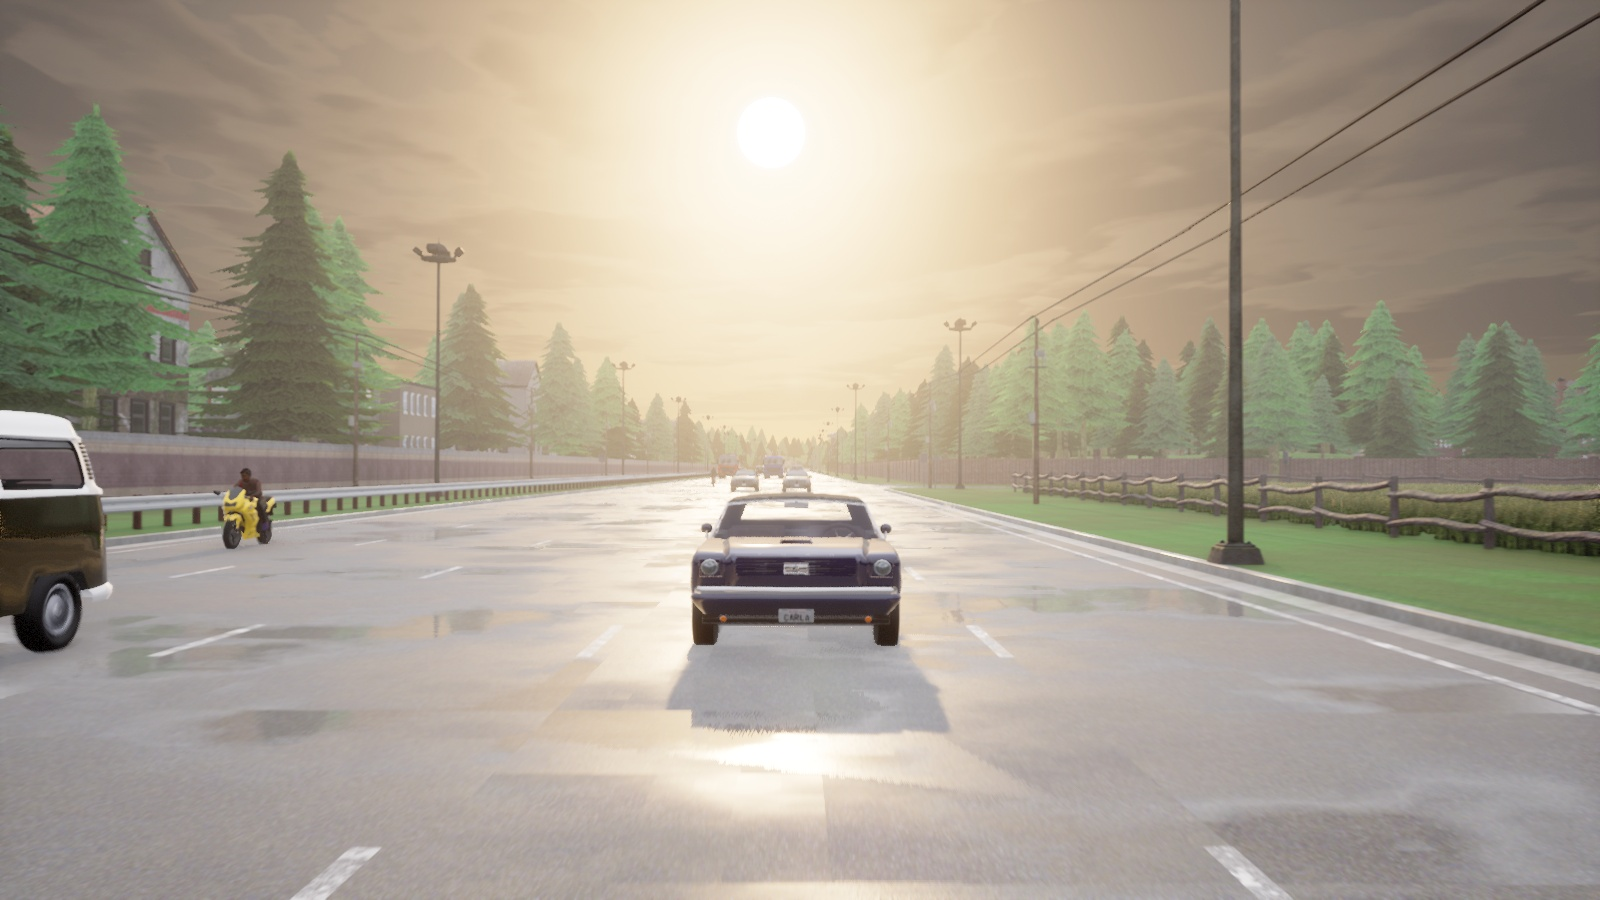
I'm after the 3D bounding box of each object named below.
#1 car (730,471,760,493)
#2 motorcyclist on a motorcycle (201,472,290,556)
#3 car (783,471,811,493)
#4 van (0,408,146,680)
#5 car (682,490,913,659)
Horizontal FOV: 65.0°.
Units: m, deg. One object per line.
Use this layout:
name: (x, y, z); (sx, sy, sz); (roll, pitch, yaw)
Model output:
car: (-3.702, 2.129, 85.193); (1.812, 1.442, 4.674); (0, -1, 0)
motorcyclist on a motorcycle: (-10.557, 1.196, 24.005); (0.797, 1.523, 2.044); (0, -1, 0)
car: (-0.195, 2.073, 82.397); (1.812, 1.442, 4.674); (0, -1, 0)
van: (-7.023, 0.704, 9.250); (2.069, 2.038, 4.480); (0, -1, 0)
car: (-0.030, 1.103, 12.700); (1.895, 1.301, 4.718); (0, -1, 0)
